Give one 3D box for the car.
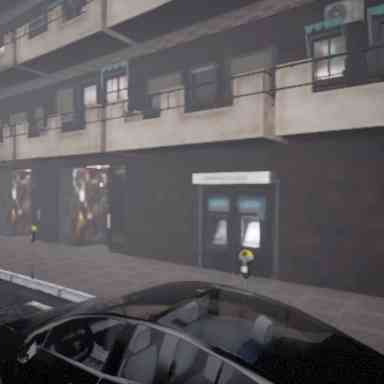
[{"bbox_3d":[-0.344,1.559,3.116,4.313,1.339,1.947,0,0,36],"label":"car"}]
